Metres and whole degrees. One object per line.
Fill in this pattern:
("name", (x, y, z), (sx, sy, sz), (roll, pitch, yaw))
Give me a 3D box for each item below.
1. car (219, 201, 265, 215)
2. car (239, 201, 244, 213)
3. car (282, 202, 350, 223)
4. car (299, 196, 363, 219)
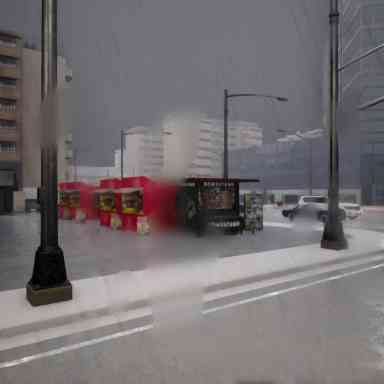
("car", (5.615, 1.797, 38.224), (2.033, 1.411, 5.357), (0, -1, -36))
("car", (2.785, 1.796, 36.130), (2.033, 1.411, 5.357), (0, -1, -38))
("car", (9.675, 1.707, 26.702), (1.895, 1.301, 4.718), (0, -1, -37))
("car", (12.004, 1.339, 29.432), (2.150, 2.045, 5.566), (0, -1, -36))
